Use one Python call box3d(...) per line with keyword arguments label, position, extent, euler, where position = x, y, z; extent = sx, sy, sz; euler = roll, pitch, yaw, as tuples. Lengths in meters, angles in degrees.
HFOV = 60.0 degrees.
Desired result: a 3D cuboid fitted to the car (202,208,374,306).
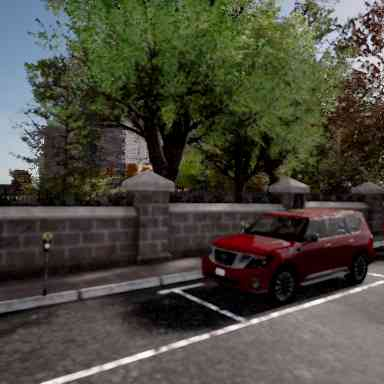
box3d(label="car", position=(2.645, 1.381, 8.425), extent=(5.009, 1.841, 2.192), euler=(1, 1, -35))
